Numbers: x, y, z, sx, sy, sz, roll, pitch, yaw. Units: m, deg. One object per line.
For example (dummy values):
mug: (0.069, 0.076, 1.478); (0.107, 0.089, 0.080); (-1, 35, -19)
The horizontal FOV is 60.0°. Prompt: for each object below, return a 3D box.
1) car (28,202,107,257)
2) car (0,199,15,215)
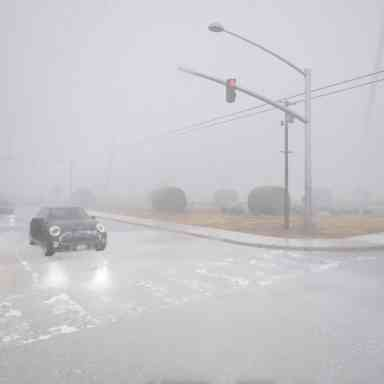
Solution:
car: (-5.048, 1.317, 13.230); (2.097, 1.767, 4.553); (0, 0, -35)
car: (-19.260, 1.549, 33.744); (1.837, 1.490, 4.892); (0, 3, -35)
